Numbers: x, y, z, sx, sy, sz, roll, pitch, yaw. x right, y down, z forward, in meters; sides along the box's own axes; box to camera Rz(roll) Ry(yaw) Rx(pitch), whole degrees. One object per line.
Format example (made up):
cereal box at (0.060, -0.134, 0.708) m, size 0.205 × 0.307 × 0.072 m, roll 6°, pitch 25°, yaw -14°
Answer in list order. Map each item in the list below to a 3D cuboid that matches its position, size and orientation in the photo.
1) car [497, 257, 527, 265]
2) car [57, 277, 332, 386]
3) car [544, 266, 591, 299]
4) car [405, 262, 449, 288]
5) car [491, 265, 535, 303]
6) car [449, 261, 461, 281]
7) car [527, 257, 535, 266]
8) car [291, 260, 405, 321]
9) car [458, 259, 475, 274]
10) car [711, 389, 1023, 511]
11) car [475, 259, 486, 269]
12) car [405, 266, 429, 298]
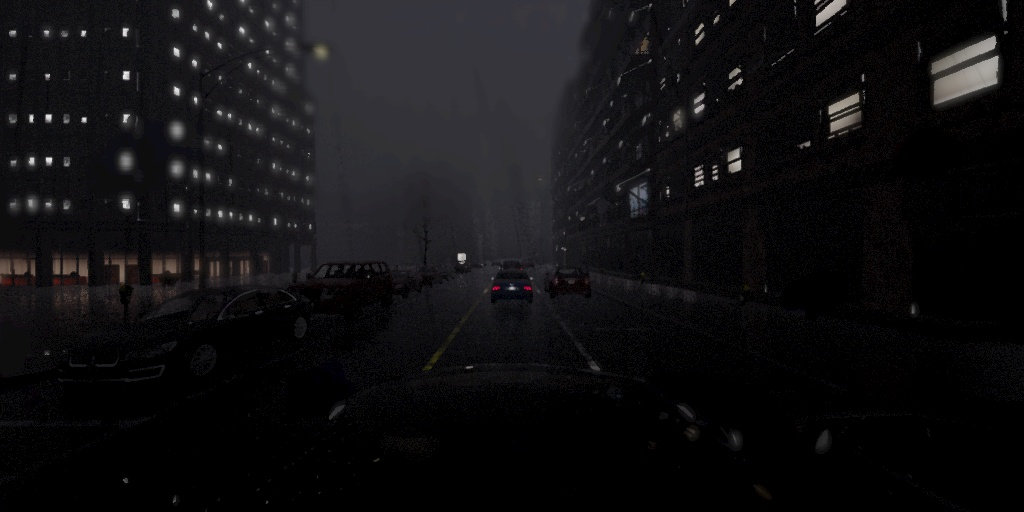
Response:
car at (0.000, 1.120, 31.472) m, size 2.097 × 1.767 × 4.553 m, roll 0°, pitch 0°, yaw 0°
car at (-5.692, 1.299, 7.030) m, size 2.007 × 1.370 × 4.403 m, roll 0°, pitch 0°, yaw 0°
car at (2.689, 1.190, 18.084) m, size 1.967 × 1.591 × 4.097 m, roll 0°, pitch 0°, yaw 0°
car at (-5.692, 1.296, 23.612) m, size 1.888 × 1.381 × 4.507 m, roll 0°, pitch 0°, yaw 0°
car at (0.000, 1.314, 16.501) m, size 2.033 × 1.411 × 5.357 m, roll 0°, pitch 0°, yaw 0°
car at (-5.692, 1.303, 29.139) m, size 2.007 × 1.370 × 4.403 m, roll 0°, pitch 0°, yaw 0°
car at (2.689, 1.312, 56.776) m, size 1.888 × 1.381 × 4.507 m, roll 0°, pitch 0°, yaw 0°
car at (-5.692, 1.064, 12.557) m, size 2.192 × 1.841 × 5.009 m, roll 0°, pitch 0°, yaw 0°
car at (-5.692, 1.196, 40.195) m, size 1.967 × 1.591 × 4.097 m, roll 0°, pitch 0°, yaw 0°
car at (2.689, 1.315, 1.501) m, size 1.948 × 1.339 × 4.313 m, roll 0°, pitch 0°, yaw 0°
car at (-5.692, 1.207, 56.777) m, size 1.967 × 1.591 × 4.097 m, roll 0°, pitch 0°, yaw 0°
car at (-5.692, 1.332, 18.084) m, size 1.802 × 1.307 × 4.207 m, roll 0°, pitch 0°, yaw 0°
